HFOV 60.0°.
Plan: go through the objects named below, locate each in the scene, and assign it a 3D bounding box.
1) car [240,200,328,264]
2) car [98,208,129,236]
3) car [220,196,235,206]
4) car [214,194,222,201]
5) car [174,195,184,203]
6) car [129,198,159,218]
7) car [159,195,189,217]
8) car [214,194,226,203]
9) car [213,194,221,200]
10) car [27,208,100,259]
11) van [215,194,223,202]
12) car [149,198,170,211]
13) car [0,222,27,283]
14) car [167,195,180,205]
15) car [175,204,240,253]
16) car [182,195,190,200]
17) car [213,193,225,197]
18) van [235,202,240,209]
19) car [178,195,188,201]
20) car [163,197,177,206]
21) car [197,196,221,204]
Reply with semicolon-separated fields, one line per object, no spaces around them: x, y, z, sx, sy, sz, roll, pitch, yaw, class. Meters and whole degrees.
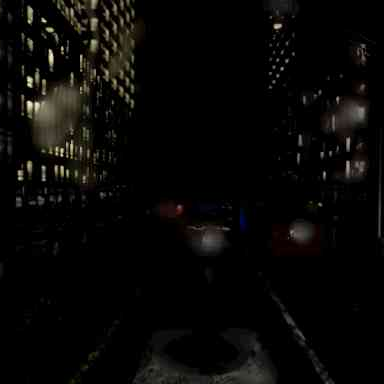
3.173;1.324;11.864;2.192;1.841;5.009;0;0;3;car
-4.942;1.521;17.920;1.802;1.307;4.206;0;0;3;car
4.456;1.531;40.253;2.008;1.369;4.403;0;0;3;car
6.251;1.379;79.998;1.967;1.590;4.097;0;0;3;car
-2.641;1.412;68.851;1.752;1.417;4.829;0;0;3;car
-4.429;1.478;29.276;2.008;1.369;4.403;0;0;3;car
-1.730;1.297;30.724;2.097;1.767;4.553;0;0;3;car
5.738;1.266;68.643;2.192;1.841;5.009;0;0;3;car
6.763;1.365;91.354;1.967;1.590;4.097;0;0;3;car
-5.199;1.495;12.242;2.008;1.369;4.403;0;0;3;car
5.994;1.286;74.321;1.690;1.788;3.998;0;0;3;van
-3.916;1.467;40.631;2.008;1.369;4.403;0;0;3;car
-5.455;1.494;6.564;1.887;1.381;4.507;0;0;3;car
-3.147;1.339;57.665;1.967;1.590;4.097;0;0;3;car
0.672;1.478;13.720;2.128;1.511;4.902;0;0;3;car
-1.608;1.411;91.732;2.008;1.369;4.403;0;0;3;car
5.481;1.272;62.965;2.192;1.841;5.009;0;0;3;car
3.429;1.344;17.542;1.690;1.788;3.998;0;0;3;van
-2.121;1.440;80.377;1.947;1.339;4.313;0;0;3;car
-3.403;1.487;51.987;1.802;1.307;4.206;0;0;3;car
1.469;1.448;31.317;1.882;1.535;5.008;0;0;3;car
